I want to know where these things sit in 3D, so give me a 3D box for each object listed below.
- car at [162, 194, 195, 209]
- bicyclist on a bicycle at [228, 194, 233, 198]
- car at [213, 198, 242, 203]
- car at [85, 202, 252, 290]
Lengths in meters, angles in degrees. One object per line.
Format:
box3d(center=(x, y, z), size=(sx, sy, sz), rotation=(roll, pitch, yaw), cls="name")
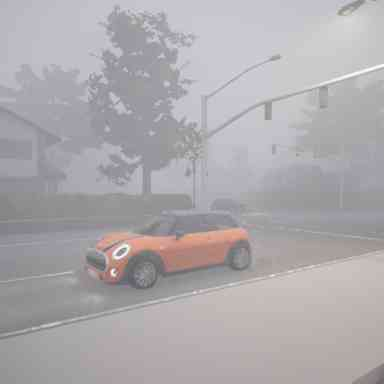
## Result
box3d(center=(-1.851, 1.237, 43.762), size=(2.097, 1.767, 4.553), rotation=(0, 0, -36), cls="car")
box3d(center=(5.831, 1.170, 51.011), size=(1.656, 1.620, 0.582), rotation=(0, 0, -36), cls="bicyclist on a bicycle")
box3d(center=(4.055, 1.412, 35.722), size=(1.837, 1.490, 4.892), rotation=(0, 0, -36), cls="car")
box3d(center=(-0.523, 1.329, 9.176), size=(4.553, 1.767, 2.097), rotation=(0, 0, -36), cls="car")
